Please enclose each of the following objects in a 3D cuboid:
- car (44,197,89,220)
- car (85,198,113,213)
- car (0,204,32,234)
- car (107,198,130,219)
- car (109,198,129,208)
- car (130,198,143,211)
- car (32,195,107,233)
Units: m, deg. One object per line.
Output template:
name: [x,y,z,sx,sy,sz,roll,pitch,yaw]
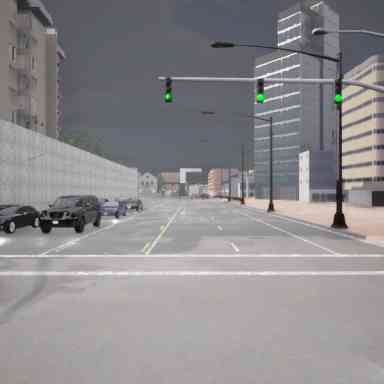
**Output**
car: [-10.611,1.352,28.499,2.097,1.767,4.553,0,0,0]
car: [-10.609,1.505,38.317,1.837,1.490,4.892,0,0,0]
car: [-10.608,1.505,19.432,1.837,1.490,4.892,0,0,0]
car: [-7.111,1.526,29.704,1.812,1.442,4.674,0,0,0]
car: [-10.576,1.601,48.377,1.895,1.301,4.718,0,0,0]
car: [-7.107,1.491,40.046,2.128,1.511,4.902,0,0,0]
car: [-7.105,1.221,20.063,2.150,2.045,5.566,0,0,0]
